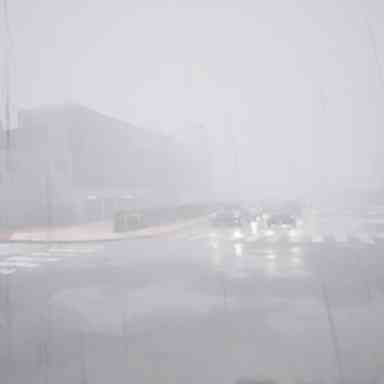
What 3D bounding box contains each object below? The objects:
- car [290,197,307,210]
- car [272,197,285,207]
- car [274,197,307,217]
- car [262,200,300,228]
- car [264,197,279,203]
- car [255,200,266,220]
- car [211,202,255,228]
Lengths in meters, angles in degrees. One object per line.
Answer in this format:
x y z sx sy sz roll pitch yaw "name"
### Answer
14.506 1.463 45.190 1.882 1.535 5.008 -3 -1 20 "car"
14.589 1.649 56.443 1.812 1.442 4.674 -2 -1 11 "car"
9.306 1.508 31.182 2.128 1.511 4.902 -3 -1 20 "car"
6.187 1.563 22.720 1.812 1.442 4.674 -2 -1 19 "car"
8.520 1.637 39.072 2.128 1.511 4.902 -3 -1 20 "car"
5.074 1.690 29.557 1.812 1.442 4.674 -3 -1 21 "car"
2.871 1.535 23.986 2.097 1.767 4.553 -3 -1 21 "car"
